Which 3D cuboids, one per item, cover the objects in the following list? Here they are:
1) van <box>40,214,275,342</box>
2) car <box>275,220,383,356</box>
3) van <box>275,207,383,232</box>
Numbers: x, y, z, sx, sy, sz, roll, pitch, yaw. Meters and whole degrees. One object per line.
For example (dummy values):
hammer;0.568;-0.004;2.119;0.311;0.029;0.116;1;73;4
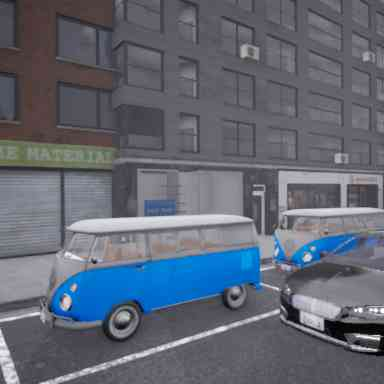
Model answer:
van;-0.520;1.344;6.183;3.998;1.788;1.690;0;-1;-36
car;3.631;1.497;5.983;4.902;1.511;2.128;0;0;-36
van;4.021;1.348;9.436;3.998;1.788;1.690;0;-1;-36
